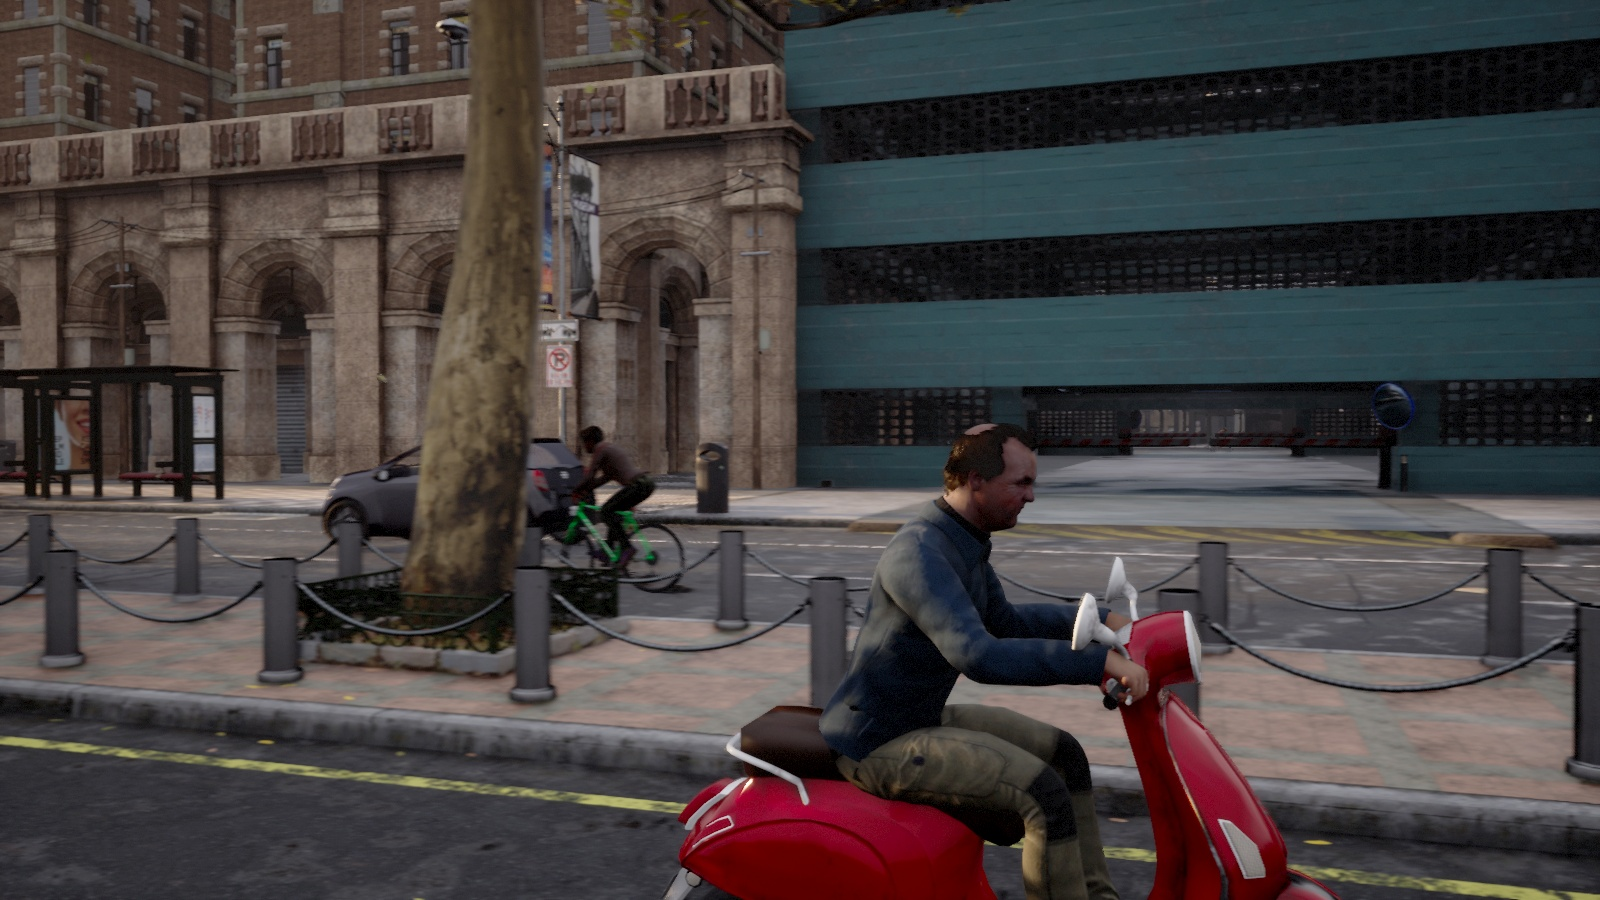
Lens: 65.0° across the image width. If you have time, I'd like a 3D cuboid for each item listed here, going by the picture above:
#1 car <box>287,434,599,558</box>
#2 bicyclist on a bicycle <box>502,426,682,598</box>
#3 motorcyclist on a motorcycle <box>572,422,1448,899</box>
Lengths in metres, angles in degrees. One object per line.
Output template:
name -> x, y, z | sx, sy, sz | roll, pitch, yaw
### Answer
car -> -4.776, 0.551, 16.932 | 3.633, 1.501, 1.845 | 1, 1, 19
bicyclist on a bicycle -> -2.034, 0.574, 12.316 | 1.656, 1.620, 0.582 | 0, 1, 19
motorcyclist on a motorcycle -> 0.471, 0.733, 3.034 | 1.817, 1.590, 0.866 | 1, 1, 19
